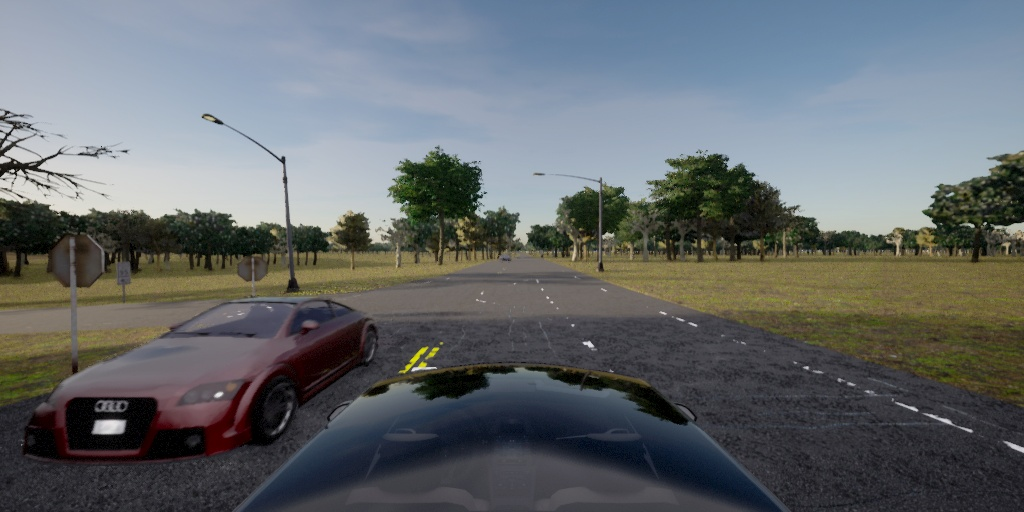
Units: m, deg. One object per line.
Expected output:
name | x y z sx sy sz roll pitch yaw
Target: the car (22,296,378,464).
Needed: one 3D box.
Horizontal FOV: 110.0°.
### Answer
car | -3.521 1.301 5.124 1.994 1.385 4.181 0 0 0
